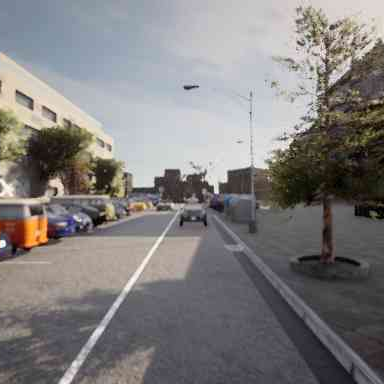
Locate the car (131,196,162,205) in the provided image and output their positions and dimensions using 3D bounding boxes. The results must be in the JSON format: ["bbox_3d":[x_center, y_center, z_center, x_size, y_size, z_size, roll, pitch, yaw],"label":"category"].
[{"bbox_3d":[-7.670,1.472,56.786,5.008,1.535,2.097,0,0,0],"label":"car"}]

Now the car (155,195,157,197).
[{"bbox_3d":[-7.696,1.500,45.670,4.792,1.488,2.163,0,0,0],"label":"car"}]

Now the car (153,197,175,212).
[{"bbox_3d":[-3.109,1.593,39.419,1.895,1.301,4.718,0,0,0],"label":"car"}]

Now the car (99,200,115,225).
[{"bbox_3d":[-7.652,1.475,20.402,5.008,1.535,2.097,0,0,0],"label":"car"}]

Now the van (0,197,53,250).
[{"bbox_3d":[-7.771,1.251,12.147,4.442,1.987,1.878,0,0,0],"label":"van"}]

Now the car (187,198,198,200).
[{"bbox_3d":[0.085,1.469,41.184,1.882,1.535,5.008,0,0,0],"label":"car"}]

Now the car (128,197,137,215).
[{"bbox_3d":[-7.654,1.475,28.909,4.892,1.521,2.231,0,0,0],"label":"car"}]

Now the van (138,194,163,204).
[{"bbox_3d":[-7.789,1.308,62.407,4.442,1.987,1.878,0,-1,0],"label":"van"}]

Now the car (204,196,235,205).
[{"bbox_3d":[4.665,1.473,57.109,5.008,1.535,2.097,0,0,0],"label":"car"}]

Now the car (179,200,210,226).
[{"bbox_3d":[0.090,1.521,23.579,1.812,1.442,4.674,0,0,0],"label":"car"}]

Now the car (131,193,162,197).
[{"bbox_3d":[-7.641,1.217,54.051,5.566,2.045,2.435,0,0,0],"label":"car"}]

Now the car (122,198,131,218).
[{"bbox_3d":[-7.666,1.476,26.114,4.892,1.521,2.231,0,0,0],"label":"car"}]

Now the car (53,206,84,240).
[{"bbox_3d":[-7.653,1.517,14.940,4.674,1.452,2.002,0,0,0],"label":"car"}]

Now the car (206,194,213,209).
[{"bbox_3d":[4.695,1.221,37.571,5.566,2.045,2.435,0,0,0],"label":"car"}]

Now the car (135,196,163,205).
[{"bbox_3d":[-7.701,1.522,59.617,4.792,1.488,2.163,0,0,0],"label":"car"}]

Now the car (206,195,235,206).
[{"bbox_3d":[4.629,1.344,54.319,4.553,1.767,2.185,0,0,0],"label":"car"}]

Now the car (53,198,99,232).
[{"bbox_3d":[-7.687,1.350,17.733,4.553,1.767,2.185,0,0,0],"label":"car"}]

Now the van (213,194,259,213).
[{"bbox_3d":[4.784,1.247,34.779,4.442,1.987,1.878,0,0,0],"label":"van"}]

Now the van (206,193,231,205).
[{"bbox_3d":[4.775,1.270,59.886,4.442,1.987,1.878,0,-1,0],"label":"van"}]

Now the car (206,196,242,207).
[{"bbox_3d":[4.847,1.467,51.401,5.366,1.575,1.946,0,0,0],"label":"car"}]

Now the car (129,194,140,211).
[{"bbox_3d":[-7.629,1.348,31.700,4.553,1.767,2.185,0,0,0],"label":"car"}]

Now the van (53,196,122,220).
[{"bbox_3d":[-7.542,1.249,23.321,4.442,1.987,1.878,0,0,0],"label":"van"}]

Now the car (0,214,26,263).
[{"bbox_3d":[-7.682,1.507,9.351,4.792,1.488,2.163,0,0,0],"label":"car"}]

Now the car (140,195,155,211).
[{"bbox_3d":[-7.851,1.468,42.877,5.366,1.575,1.946,0,0,0],"label":"car"}]

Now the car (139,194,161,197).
[{"bbox_3d":[-7.639,1.499,51.257,4.792,1.488,2.163,0,0,0],"label":"car"}]
